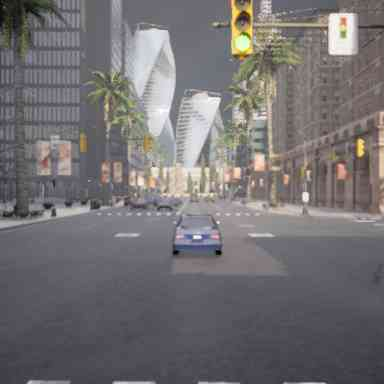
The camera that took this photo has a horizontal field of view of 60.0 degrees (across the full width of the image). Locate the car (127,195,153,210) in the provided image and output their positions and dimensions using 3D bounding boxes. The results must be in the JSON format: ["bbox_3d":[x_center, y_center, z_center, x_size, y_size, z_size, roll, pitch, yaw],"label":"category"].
[{"bbox_3d":[-6.758,1.537,43.595,1.882,1.535,5.008,0,0,0],"label":"car"}]

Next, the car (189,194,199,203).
[{"bbox_3d":[0.539,1.665,73.627,1.994,1.385,4.181,0,0,0],"label":"car"}]

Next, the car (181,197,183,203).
[{"bbox_3d":[-3.059,1.654,61.117,1.994,1.385,4.181,0,0,0],"label":"car"}]

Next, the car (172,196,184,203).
[{"bbox_3d":[-2.964,1.631,71.558,2.128,1.511,4.902,0,0,1],"label":"car"}]

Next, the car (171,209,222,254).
[{"bbox_3d":[0.195,1.568,13.644,2.033,1.411,5.357,0,0,0],"label":"car"}]

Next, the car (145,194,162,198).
[{"bbox_3d":[-6.618,1.296,53.297,2.150,2.045,5.566,0,0,0],"label":"car"}]

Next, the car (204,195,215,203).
[{"bbox_3d":[4.039,1.706,73.593,1.895,1.301,4.718,0,0,0],"label":"car"}]

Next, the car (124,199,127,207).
[{"bbox_3d":[-9.800,1.586,54.392,2.161,1.482,4.786,0,0,0],"label":"car"}]

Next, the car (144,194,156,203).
[{"bbox_3d":[-9.569,1.461,76.323,2.185,1.767,4.553,0,0,0],"label":"car"}]

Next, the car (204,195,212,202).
[{"bbox_3d":[4.004,1.622,83.647,1.837,1.490,4.892,0,0,0],"label":"car"}]

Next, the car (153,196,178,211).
[{"bbox_3d":[-3.280,1.608,42.115,2.033,1.411,5.357,0,0,1],"label":"car"}]

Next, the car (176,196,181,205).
[{"bbox_3d":[-3.157,1.639,51.353,1.994,1.385,4.181,0,0,1],"label":"car"}]
